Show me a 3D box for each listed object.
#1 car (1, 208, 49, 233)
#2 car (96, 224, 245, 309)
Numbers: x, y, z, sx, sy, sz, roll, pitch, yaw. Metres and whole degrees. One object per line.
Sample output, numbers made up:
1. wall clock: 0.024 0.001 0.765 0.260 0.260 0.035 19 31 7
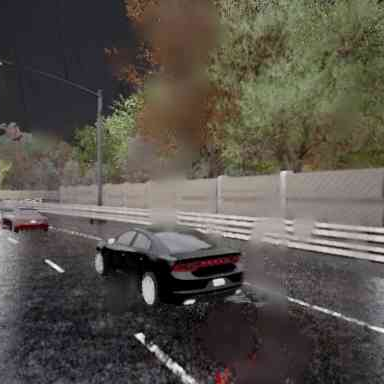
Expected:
1. car: -10.658 1.729 21.106 1.994 1.385 4.181 0 -1 -40
2. car: -0.864 1.543 8.253 1.882 1.535 5.008 0 -1 -34
